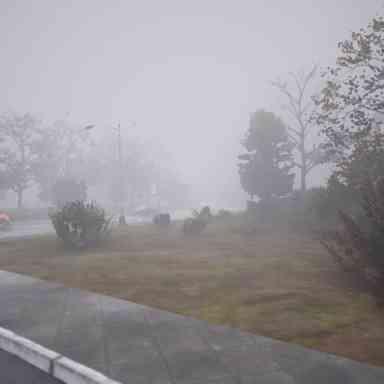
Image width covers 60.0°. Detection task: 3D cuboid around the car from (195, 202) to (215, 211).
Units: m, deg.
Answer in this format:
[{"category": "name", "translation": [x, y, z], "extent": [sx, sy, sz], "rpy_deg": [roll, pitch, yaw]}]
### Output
[{"category": "car", "translation": [2.247, 2.425, 56.181], "extent": [1.812, 1.442, 4.674], "rpy_deg": [-3, -2, 32]}]

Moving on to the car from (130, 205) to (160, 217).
[{"category": "car", "translation": [-6.009, 2.401, 43.136], "extent": [1.812, 1.442, 4.674], "rpy_deg": [-3, -2, 32]}]

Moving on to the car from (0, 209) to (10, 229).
[{"category": "car", "translation": [-16.936, 2.164, 26.087], "extent": [2.097, 1.767, 4.553], "rpy_deg": [-3, -2, 33]}]
